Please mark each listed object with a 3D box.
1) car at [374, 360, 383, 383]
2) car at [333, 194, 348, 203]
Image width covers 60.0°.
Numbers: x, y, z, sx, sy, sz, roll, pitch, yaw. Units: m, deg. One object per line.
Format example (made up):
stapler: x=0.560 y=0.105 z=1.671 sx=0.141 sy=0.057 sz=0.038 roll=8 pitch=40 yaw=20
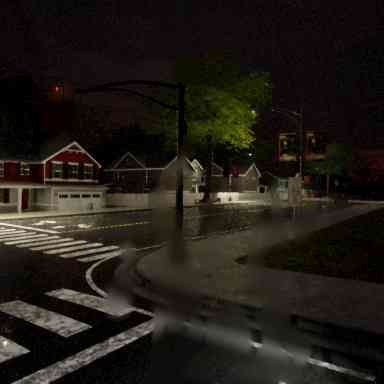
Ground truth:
car: x=3.380 y=1.505 z=1.268 sx=4.892 sy=1.490 sz=1.837 roll=0 pitch=0 yaw=36
car: x=28.056 y=1.205 z=62.697 sx=2.128 sy=1.511 sz=4.902 roll=1 pitch=0 yaw=36
